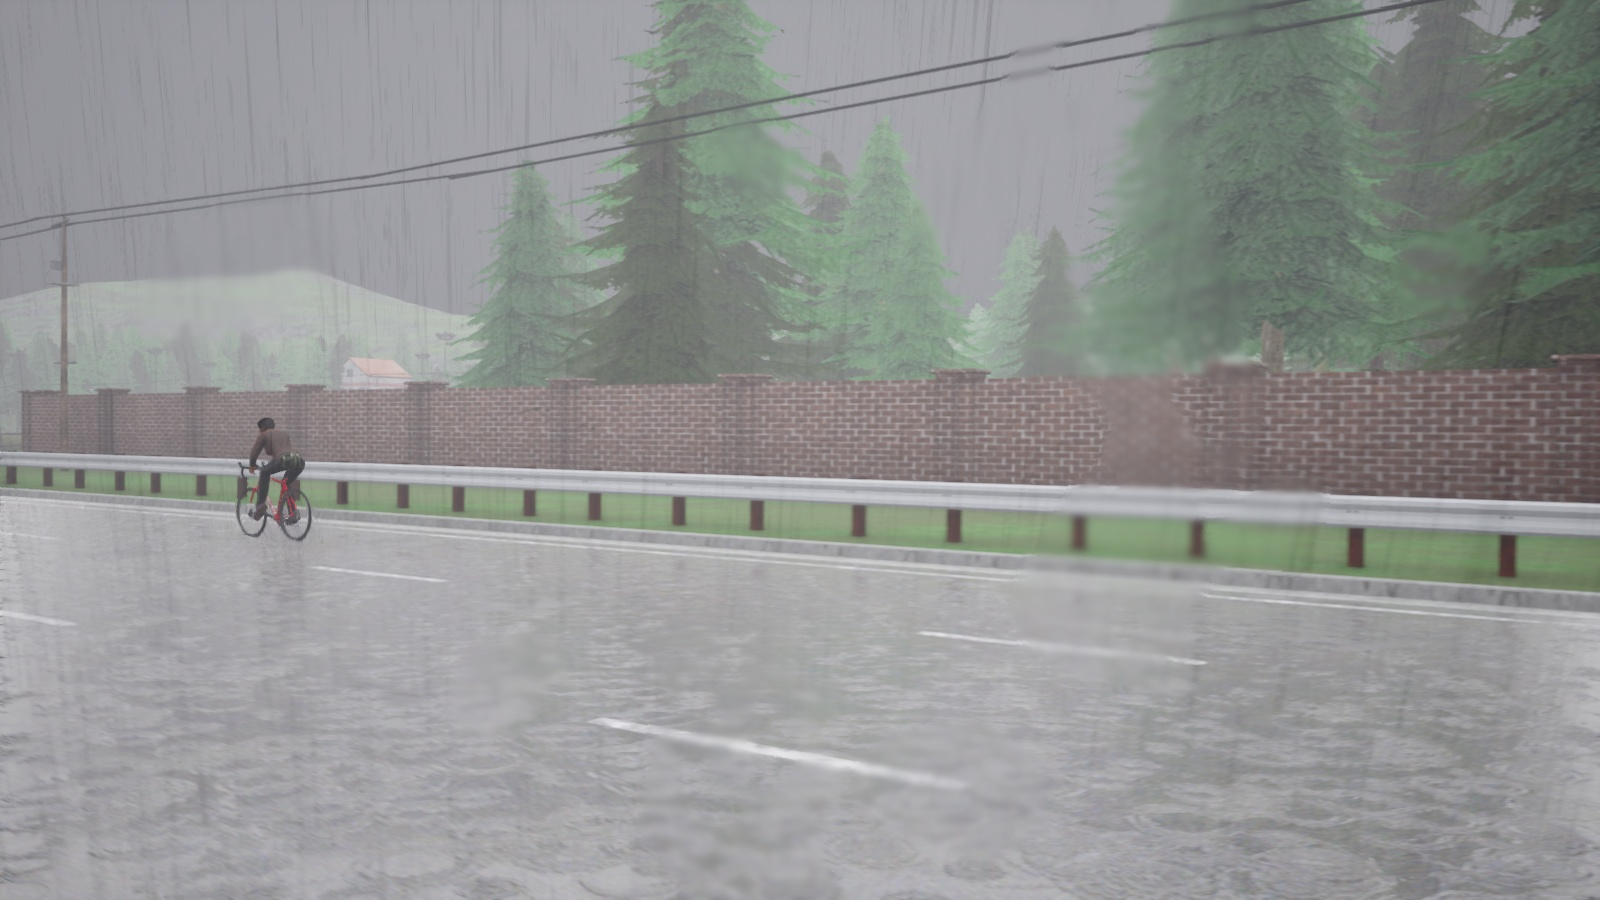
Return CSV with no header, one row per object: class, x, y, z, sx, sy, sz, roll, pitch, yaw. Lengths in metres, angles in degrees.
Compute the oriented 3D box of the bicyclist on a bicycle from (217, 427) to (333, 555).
bicyclist on a bicycle,-6.974,0.520,16.658,1.656,1.620,0.582,0,1,34
